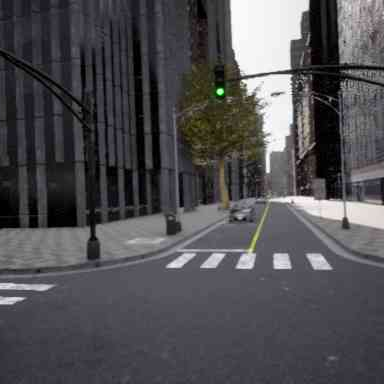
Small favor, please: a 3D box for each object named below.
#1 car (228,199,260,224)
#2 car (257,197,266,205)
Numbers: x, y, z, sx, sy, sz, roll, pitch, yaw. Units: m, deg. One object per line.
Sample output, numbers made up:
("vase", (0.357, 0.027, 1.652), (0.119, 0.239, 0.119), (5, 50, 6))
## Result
("car", (4.122, 1.667, 27.030), (2.128, 1.511, 4.902), (-2, -1, 14))
("car", (13.441, 1.769, 65.297), (1.994, 1.385, 4.181), (-2, -1, 14))
